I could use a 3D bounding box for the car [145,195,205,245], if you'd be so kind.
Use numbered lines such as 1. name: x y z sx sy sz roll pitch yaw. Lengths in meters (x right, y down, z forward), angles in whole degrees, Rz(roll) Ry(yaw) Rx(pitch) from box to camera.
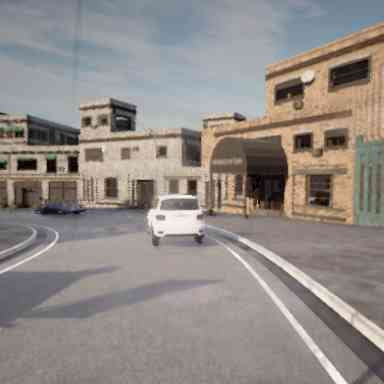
1. car: -0.926 1.150 15.609 2.150 2.045 5.566 0 0 -11

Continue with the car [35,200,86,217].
1. car: -12.366 1.497 31.132 5.357 1.411 2.033 -1 2 31
